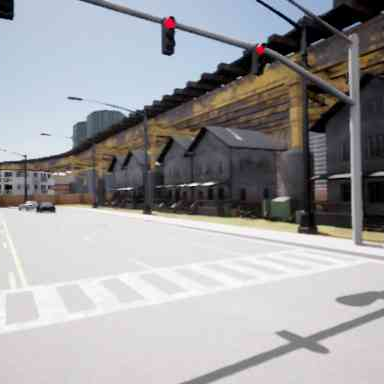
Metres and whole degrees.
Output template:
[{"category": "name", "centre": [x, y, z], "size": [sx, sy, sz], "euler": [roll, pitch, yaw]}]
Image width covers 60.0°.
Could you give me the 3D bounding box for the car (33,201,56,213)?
[{"category": "car", "centre": [-19.525, 2.059, 44.471], "size": [1.994, 1.385, 4.181], "euler": [-1, 0, -34]}]

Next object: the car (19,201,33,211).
[{"category": "car", "centre": [-25.480, 2.158, 52.127], "size": [4.674, 1.442, 1.812], "euler": [-1, 0, 42]}]
